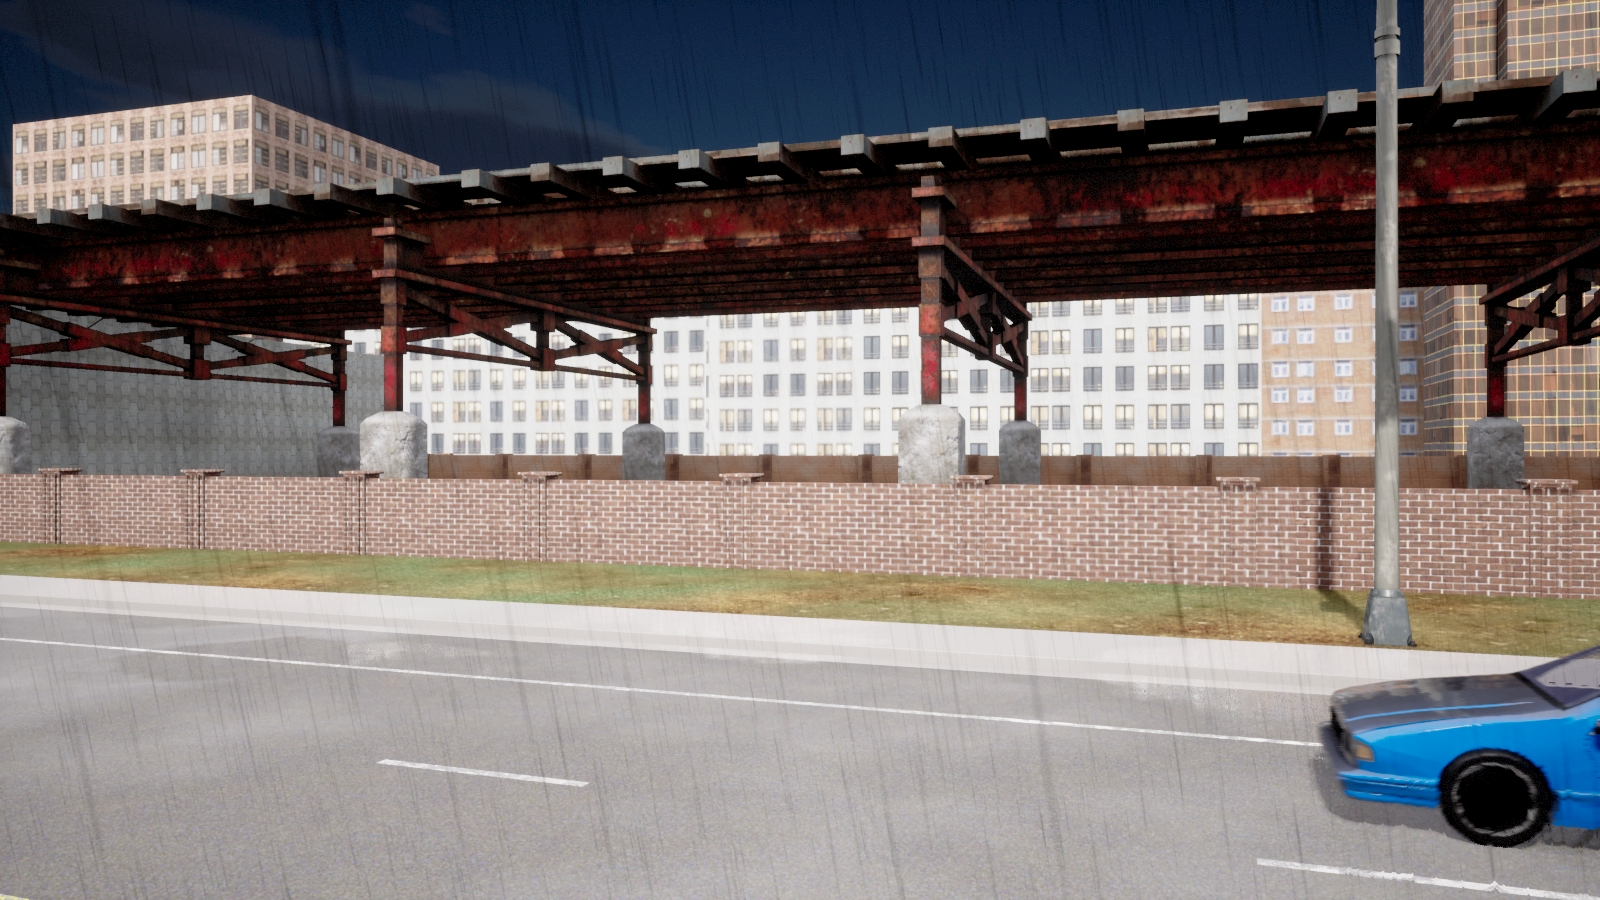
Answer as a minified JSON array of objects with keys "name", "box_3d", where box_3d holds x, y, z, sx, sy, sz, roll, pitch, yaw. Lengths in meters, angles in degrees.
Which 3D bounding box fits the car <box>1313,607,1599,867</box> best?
[{"name":"car","box_3d":[6.738,2.106,8.297,5.357,1.411,2.033,0,0,20]}]
